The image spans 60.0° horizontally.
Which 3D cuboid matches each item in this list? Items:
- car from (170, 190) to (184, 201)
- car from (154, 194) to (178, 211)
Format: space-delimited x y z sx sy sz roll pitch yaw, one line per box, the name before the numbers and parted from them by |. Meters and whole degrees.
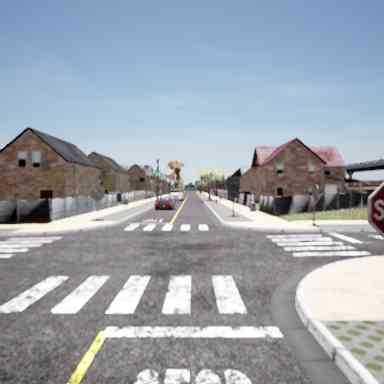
car | -2.677 0.574 58.732 2.150 2.045 5.566 0 0 1
car | -2.789 1.178 34.836 1.994 1.385 4.181 0 1 0
